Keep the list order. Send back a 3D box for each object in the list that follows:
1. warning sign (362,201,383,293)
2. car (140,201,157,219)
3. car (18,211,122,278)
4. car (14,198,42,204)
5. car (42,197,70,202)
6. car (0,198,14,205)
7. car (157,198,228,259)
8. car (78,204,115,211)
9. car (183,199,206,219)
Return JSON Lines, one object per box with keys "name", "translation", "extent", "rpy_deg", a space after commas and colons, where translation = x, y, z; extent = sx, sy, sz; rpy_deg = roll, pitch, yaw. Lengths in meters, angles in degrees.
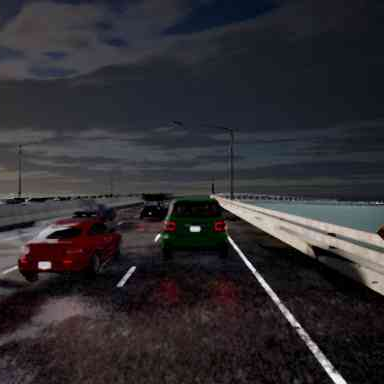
{"name": "warning sign", "translation": [4.542, 1.117, 7.045], "extent": [1.300, 1.860, 1.060], "rpy_deg": [-1, -1, 0]}
{"name": "car", "translation": [-3.266, 1.486, 28.748], "extent": [2.128, 1.511, 4.902], "rpy_deg": [0, 0, 1]}
{"name": "car", "translation": [-3.408, 1.526, 10.020], "extent": [1.812, 1.442, 4.674], "rpy_deg": [0, 0, 0]}
{"name": "car", "translation": [-20.750, 1.513, 43.527], "extent": [1.812, 1.442, 4.674], "rpy_deg": [0, 0, 1]}
{"name": "car", "translation": [-17.253, 1.491, 43.436], "extent": [1.837, 1.490, 4.892], "rpy_deg": [0, 0, 1]}
{"name": "car", "translation": [-24.253, 1.535, 43.607], "extent": [2.033, 1.411, 5.357], "rpy_deg": [0, 0, 1]}
{"name": "car", "translation": [0.116, 1.221, 12.730], "extent": [2.150, 2.045, 5.566], "rpy_deg": [0, 0, 0]}
{"name": "car", "translation": [-6.835, 1.545, 23.707], "extent": [2.033, 1.411, 5.357], "rpy_deg": [0, 0, 1]}
{"name": "car", "translation": [0.256, 1.471, 30.341], "extent": [1.882, 1.535, 5.008], "rpy_deg": [0, 0, 1]}
